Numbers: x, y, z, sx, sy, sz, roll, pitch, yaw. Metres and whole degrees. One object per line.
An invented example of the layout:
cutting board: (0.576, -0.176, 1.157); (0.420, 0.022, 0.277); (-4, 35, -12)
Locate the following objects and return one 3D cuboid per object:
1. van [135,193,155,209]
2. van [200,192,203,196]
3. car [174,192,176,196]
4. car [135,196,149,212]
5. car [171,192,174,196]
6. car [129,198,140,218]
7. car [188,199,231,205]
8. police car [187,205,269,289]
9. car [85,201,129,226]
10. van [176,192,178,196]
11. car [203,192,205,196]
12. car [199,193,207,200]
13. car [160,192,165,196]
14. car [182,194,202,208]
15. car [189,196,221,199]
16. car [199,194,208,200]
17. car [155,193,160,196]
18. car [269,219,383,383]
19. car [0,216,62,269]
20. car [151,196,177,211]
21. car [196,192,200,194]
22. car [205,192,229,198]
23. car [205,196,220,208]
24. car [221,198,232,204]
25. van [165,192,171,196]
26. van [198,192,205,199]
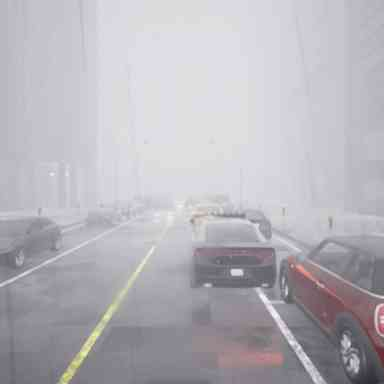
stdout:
van: (-5.773, 1.157, 38.992); (1.690, 1.788, 3.998); (0, 0, 0)
van: (2.748, 1.083, 55.834); (1.690, 1.788, 3.998); (0, 0, 0)
car: (-5.784, 1.174, 83.868); (2.008, 1.369, 4.403); (0, 0, 0)
car: (-5.772, 1.367, 33.214); (1.752, 1.417, 4.829); (0, 0, 0)
car: (-5.781, 0.985, 72.649); (2.192, 1.841, 5.009); (0, 0, 0)
car: (-5.771, 1.448, 27.775); (1.802, 1.307, 4.206); (0, 0, 0)
car: (0.846, 1.385, 19.070); (1.882, 1.535, 5.008); (0, 0, -1)
police car: (0.896, 1.379, 9.187); (1.930, 1.638, 5.238); (0, 0, 0)
car: (-5.769, 1.442, 22.165); (2.008, 1.369, 4.403); (0, 0, 0)
van: (-5.787, 0.918, 95.087); (1.690, 1.788, 3.998); (0, 0, 0)
car: (2.752, 1.130, 39.006); (2.192, 1.841, 5.009); (0, 0, 0)
car: (2.741, 1.063, 83.879); (1.967, 1.590, 4.097); (0, 0, 0)
car: (-5.776, 1.081, 50.211); (2.192, 1.841, 5.009); (0, 0, 0)
car: (0.000, 1.338, 44.552); (2.033, 1.411, 5.357); (0, 0, 1)
car: (0.892, 1.356, 25.077); (1.882, 1.535, 5.008); (0, 0, 0)
car: (2.742, 1.191, 78.271); (1.887, 1.381, 4.507); (0, 0, 0)
car: (-5.774, 1.231, 44.602); (1.967, 1.590, 4.097); (0, 0, 0)
car: (2.760, 1.412, 5.353); (1.967, 1.590, 4.097); (0, 0, 0)
car: (-5.766, 1.511, 10.946); (1.947, 1.339, 4.313); (0, 0, 0)
car: (-3.109, 1.422, 37.658); (1.895, 1.301, 4.718); (0, 0, 0)
car: (-0.016, 1.274, 63.263); (1.994, 1.385, 4.181); (0, 0, 0)
car: (2.753, 1.155, 33.397); (2.192, 1.841, 5.009); (0, 0, 0)
car: (2.751, 1.315, 44.787); (1.752, 1.417, 4.829); (0, 0, 0)
car: (2.755, 1.447, 27.789); (1.802, 1.307, 4.206); (0, 0, 0)
van: (-5.780, 1.035, 67.040); (1.690, 1.788, 3.998); (0, 0, 0)
van: (2.738, 0.917, 95.097); (1.690, 1.788, 3.998); (0, 0, 0)
